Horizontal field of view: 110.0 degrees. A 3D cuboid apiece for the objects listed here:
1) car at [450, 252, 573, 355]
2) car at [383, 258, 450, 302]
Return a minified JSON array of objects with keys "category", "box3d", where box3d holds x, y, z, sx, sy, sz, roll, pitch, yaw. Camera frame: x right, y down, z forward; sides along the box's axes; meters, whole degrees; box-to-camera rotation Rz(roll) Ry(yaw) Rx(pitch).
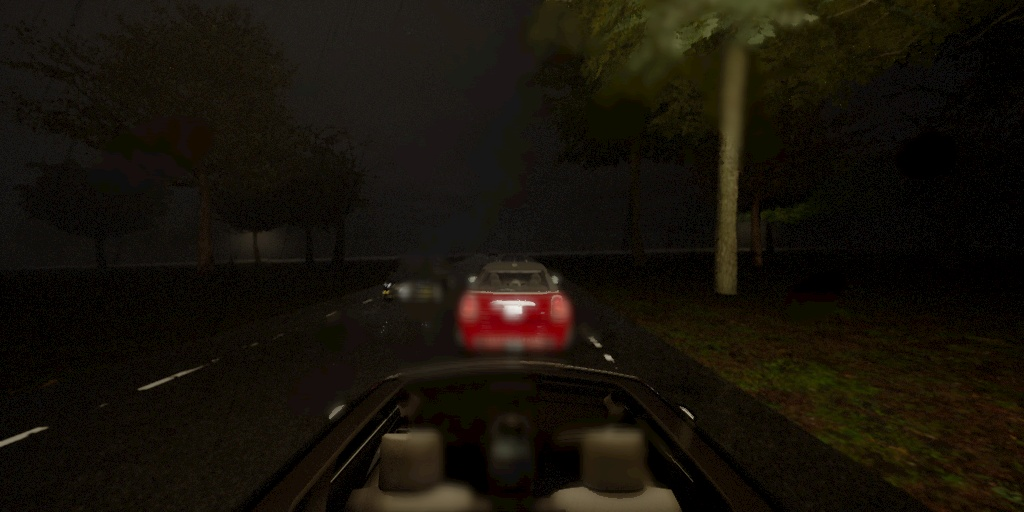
[{"category":"car","box3d":[0.063,0.893,8.294,2.097,1.767,4.553,0,2,0]},{"category":"car","box3d":[-3.535,0.863,14.248,1.837,1.490,4.892,0,1,0]}]
